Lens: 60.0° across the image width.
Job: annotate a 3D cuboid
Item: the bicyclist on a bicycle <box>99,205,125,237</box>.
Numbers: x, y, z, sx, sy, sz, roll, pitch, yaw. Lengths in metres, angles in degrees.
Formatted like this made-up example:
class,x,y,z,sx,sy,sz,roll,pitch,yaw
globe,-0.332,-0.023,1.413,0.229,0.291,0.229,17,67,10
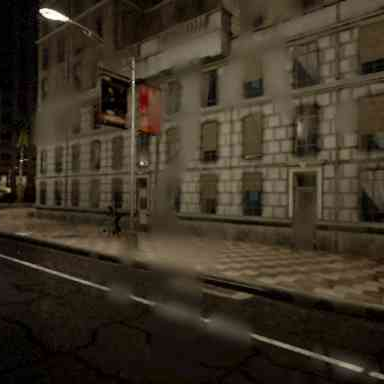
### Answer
class,x,y,z,sx,sy,sz,roll,pitch,yaw
bicyclist on a bicycle,-4.097,1.498,17.156,0.582,1.620,1.656,0,-1,40
